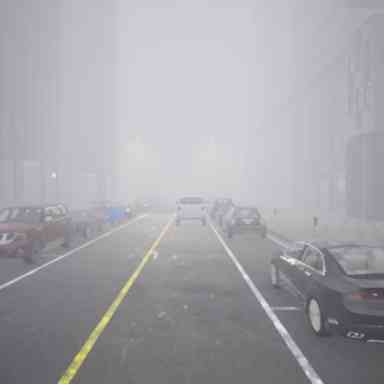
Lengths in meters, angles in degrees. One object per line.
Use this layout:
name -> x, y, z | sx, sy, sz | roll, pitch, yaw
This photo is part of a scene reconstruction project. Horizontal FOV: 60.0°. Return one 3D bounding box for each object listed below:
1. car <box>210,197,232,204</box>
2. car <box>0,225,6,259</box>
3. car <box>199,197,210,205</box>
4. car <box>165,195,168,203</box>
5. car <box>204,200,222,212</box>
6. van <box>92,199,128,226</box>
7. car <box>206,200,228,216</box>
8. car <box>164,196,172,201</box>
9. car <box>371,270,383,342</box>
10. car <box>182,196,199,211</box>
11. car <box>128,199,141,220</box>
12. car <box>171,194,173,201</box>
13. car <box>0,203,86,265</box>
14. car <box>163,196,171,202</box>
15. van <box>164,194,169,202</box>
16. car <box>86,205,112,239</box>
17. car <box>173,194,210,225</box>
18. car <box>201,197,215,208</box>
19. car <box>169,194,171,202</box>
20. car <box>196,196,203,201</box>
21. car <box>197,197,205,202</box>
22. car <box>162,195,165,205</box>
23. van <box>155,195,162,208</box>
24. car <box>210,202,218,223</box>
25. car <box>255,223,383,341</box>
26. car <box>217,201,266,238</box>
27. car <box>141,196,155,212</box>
car -> 2.555, 1.377, 29.011 | 2.192, 1.841, 5.009 | 0, 0, 0
car -> -5.804, 1.590, 6.392 | 1.947, 1.339, 4.313 | 0, 0, 0
car -> 2.309, 1.708, 62.826 | 1.947, 1.339, 4.313 | 0, 0, 0
car -> -6.216, 1.707, 62.757 | 2.008, 1.369, 4.403 | 0, 0, 0
car -> 2.474, 1.654, 40.283 | 1.947, 1.339, 4.313 | 0, 0, 0
van -> -5.928, 1.404, 23.303 | 1.690, 1.788, 3.998 | 0, 0, 0
car -> 2.515, 1.620, 34.647 | 1.887, 1.381, 4.507 | 0, 0, 0
car -> -6.422, 1.800, 90.940 | 1.947, 1.339, 4.313 | 0, 0, 0
car -> 2.761, 1.524, 1.000 | 1.752, 1.417, 4.829 | 0, 0, 0
car -> -0.207, 1.450, 42.858 | 2.097, 1.767, 4.553 | 0, 0, 0
car -> -5.969, 1.516, 28.939 | 1.967, 1.590, 4.097 | 0, 0, 0
car -> -6.341, 1.518, 79.668 | 2.192, 1.841, 5.009 | 0, 0, 0
car -> -5.846, 1.352, 12.029 | 2.192, 1.841, 5.009 | 0, 0, 0
car -> -6.381, 1.784, 85.304 | 1.947, 1.339, 4.313 | 0, 0, 0
van -> -6.258, 1.513, 68.394 | 1.690, 1.788, 3.998 | 0, 0, 0
car -> -5.886, 1.595, 17.666 | 1.887, 1.381, 4.507 | 0, 0, 0
car -> -0.076, 1.280, 24.994 | 2.150, 2.045, 5.566 | 0, 0, 0
car -> 2.391, 1.554, 51.554 | 1.967, 1.590, 4.097 | 0, 0, 0
car -> -6.299, 1.627, 74.030 | 1.967, 1.590, 4.097 | 0, 0, 0
car -> 2.103, 1.802, 91.008 | 1.802, 1.307, 4.206 | 0, 0, 0
car -> 2.185, 1.771, 79.735 | 1.802, 1.307, 4.206 | 0, 0, 0
car -> -6.174, 1.667, 56.952 | 1.752, 1.417, 4.829 | 0, 0, 0
van -> -6.134, 1.469, 51.485 | 1.690, 1.788, 3.998 | 0, 0, 0
car -> 2.598, 1.615, 23.374 | 1.947, 1.339, 4.313 | 0, 0, 0
car -> 2.721, 1.561, 6.466 | 2.008, 1.369, 4.403 | 0, 0, 0
car -> 2.638, 1.476, 17.738 | 1.967, 1.590, 4.097 | 0, 0, 0
car -> -6.052, 1.542, 40.212 | 1.967, 1.590, 4.097 | 0, 0, 0
